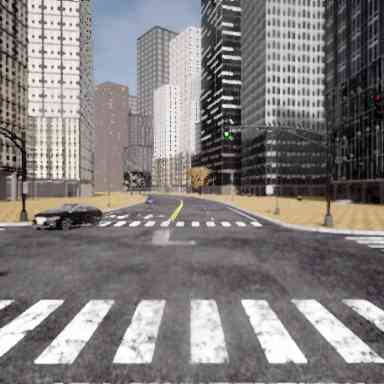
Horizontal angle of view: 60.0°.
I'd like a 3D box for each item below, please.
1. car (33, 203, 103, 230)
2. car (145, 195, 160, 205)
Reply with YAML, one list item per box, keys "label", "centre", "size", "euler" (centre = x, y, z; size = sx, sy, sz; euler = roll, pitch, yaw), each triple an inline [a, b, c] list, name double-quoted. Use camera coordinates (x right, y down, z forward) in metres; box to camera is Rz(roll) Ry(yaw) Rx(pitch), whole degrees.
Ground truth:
- label: "car"
  centre: [-7.386, 1.434, 20.301]
  size: [2.128, 1.511, 4.902]
  euler: [1, 0, 20]
- label: "car"
  centre: [-6.510, 1.299, 54.764]
  size: [1.812, 1.442, 4.674]
  euler: [0, 0, 0]
